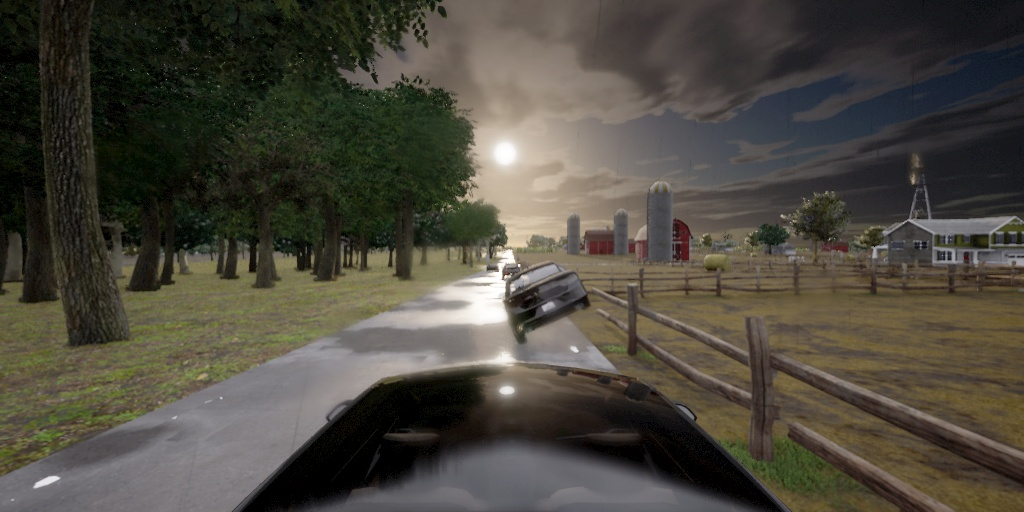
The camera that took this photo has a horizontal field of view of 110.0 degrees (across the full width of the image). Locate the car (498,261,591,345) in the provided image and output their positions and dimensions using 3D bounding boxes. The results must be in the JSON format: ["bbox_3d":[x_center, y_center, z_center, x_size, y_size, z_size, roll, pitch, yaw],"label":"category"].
[{"bbox_3d":[0.702,1.004,9.780,1.882,1.535,5.008,-24,-2,-1],"label":"car"}]

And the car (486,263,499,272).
[{"bbox_3d":[-2.976,1.777,55.224,1.895,1.301,4.718,0,-1,0],"label":"car"}]

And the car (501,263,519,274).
[{"bbox_3d":[-0.076,1.500,36.345,1.837,1.490,4.892,0,-1,0],"label":"car"}]
